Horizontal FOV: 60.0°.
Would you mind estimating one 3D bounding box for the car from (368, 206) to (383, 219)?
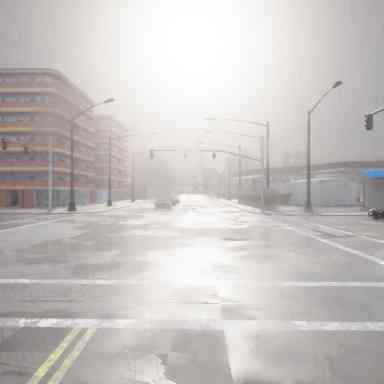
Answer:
[{"bbox_3d":[16.627,1.505,26.450,4.892,1.490,1.837,0,0,0],"label":"car"}]

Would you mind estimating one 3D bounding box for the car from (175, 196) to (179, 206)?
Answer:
[{"bbox_3d":[-3.554,1.601,52.892,1.895,1.301,4.718,0,0,0],"label":"car"}]

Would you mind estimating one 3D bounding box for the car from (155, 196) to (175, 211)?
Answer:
[{"bbox_3d":[-3.569,1.478,41.998,1.882,1.535,5.008,0,0,0],"label":"car"}]
